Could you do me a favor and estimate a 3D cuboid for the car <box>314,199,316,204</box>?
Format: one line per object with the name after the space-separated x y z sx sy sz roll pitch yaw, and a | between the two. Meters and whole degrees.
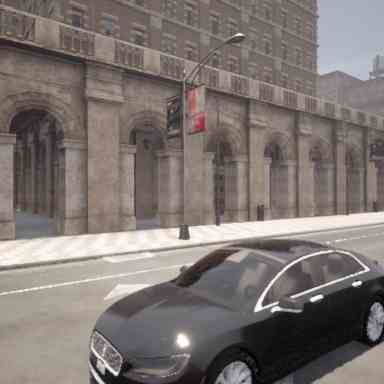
20.450 1.595 60.727 1.895 1.301 4.718 0 0 -37 | car

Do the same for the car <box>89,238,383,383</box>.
1.043 1.505 4.776 4.892 1.490 1.837 0 0 -36 | car
